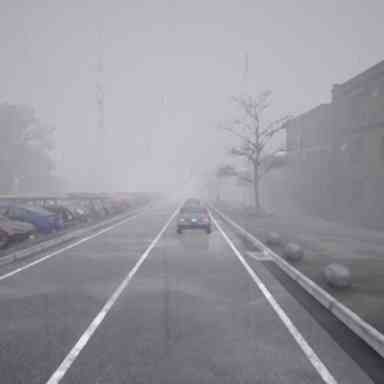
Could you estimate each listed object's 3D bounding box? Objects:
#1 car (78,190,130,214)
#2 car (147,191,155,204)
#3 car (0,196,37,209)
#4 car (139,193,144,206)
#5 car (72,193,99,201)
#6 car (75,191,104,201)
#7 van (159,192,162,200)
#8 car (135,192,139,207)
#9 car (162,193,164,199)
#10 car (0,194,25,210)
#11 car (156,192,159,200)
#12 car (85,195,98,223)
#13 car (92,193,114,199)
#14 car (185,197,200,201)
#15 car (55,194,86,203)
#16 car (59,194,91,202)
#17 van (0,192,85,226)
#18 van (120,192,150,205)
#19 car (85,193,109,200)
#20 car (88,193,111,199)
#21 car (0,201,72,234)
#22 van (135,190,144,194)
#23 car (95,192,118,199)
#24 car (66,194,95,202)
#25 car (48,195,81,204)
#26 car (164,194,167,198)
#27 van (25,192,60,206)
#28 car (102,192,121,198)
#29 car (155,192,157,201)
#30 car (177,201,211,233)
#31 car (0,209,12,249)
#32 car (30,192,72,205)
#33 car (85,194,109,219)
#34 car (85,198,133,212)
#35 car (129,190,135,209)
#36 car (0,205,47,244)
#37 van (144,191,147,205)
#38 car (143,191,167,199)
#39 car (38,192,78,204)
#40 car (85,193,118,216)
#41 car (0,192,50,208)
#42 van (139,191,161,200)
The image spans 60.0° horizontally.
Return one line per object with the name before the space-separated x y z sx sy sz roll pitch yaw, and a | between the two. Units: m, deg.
car | -8.889 1.076 30.292 5.566 2.045 2.435 0 0 0
car | -8.916 0.986 49.916 5.566 2.045 2.435 0 0 0
car | -21.983 1.309 41.008 4.792 1.488 2.163 0 0 0
car | -8.926 1.277 41.506 4.892 1.521 2.231 0 0 0
car | -22.044 1.079 68.771 4.892 1.521 2.231 0 1 0
car | -22.025 0.793 71.542 5.566 2.045 2.435 0 1 0
van | -8.851 0.876 66.738 4.442 1.987 1.878 0 1 0
car | -8.960 1.163 38.703 4.553 1.767 2.185 0 0 0
car | -8.966 1.068 69.548 5.008 1.535 2.097 0 1 0
car | -22.039 1.166 38.230 4.553 1.767 2.185 0 0 0
car | -8.989 1.191 61.137 4.792 1.488 2.163 0 1 0
car | -8.937 1.240 21.883 4.553 1.767 2.185 0 0 0
car | -22.099 0.935 82.648 4.792 1.488 2.163 0 1 0
car | 0.099 1.356 41.179 1.994 1.385 4.181 0 0 0
car | -22.009 1.199 60.445 4.792 1.488 2.163 0 0 0
car | -22.227 1.137 63.216 5.366 1.575 1.946 0 1 0
van | -8.785 1.153 19.079 4.442 1.987 1.878 0 0 0
van | -9.065 0.998 52.716 4.442 1.987 1.878 0 0 0
car | -22.067 0.975 77.097 5.008 1.535 2.097 0 1 0
car | -22.072 0.941 79.873 4.892 1.521 2.231 0 1 0
car | -8.892 1.391 16.277 5.008 1.535 2.097 0 0 0
van | -9.053 1.037 44.308 4.442 1.987 1.878 0 0 0
car | -21.888 0.868 85.423 5.366 1.575 1.946 0 1 0
car | -22.041 1.110 65.994 5.008 1.535 2.097 0 1 0
car | -22.064 1.220 57.662 4.792 1.488 2.163 0 0 0
car | -8.798 0.960 77.957 5.366 1.575 1.946 0 1 0
van | -22.140 1.015 49.332 4.442 1.987 1.878 0 0 0
car | -22.052 0.832 90.974 4.792 1.488 2.163 0 1 0
car | -8.953 1.225 58.329 4.674 1.452 2.002 0 0 0
car | 0.099 1.451 19.059 2.033 1.411 5.357 0 0 0
car | -8.861 1.447 10.671 4.792 1.488 2.163 0 0 0
car | -22.056 0.977 52.109 5.566 2.045 2.435 0 0 0
car | -8.878 1.227 24.686 4.553 1.767 2.185 0 0 0
car | -8.922 1.341 35.900 4.674 1.452 2.002 0 0 0
car | -8.892 1.063 33.095 5.566 2.045 2.435 0 0 0
car | -8.864 1.434 13.474 4.792 1.488 2.163 0 0 0
van | -9.057 1.024 47.112 4.442 1.987 1.878 0 0 0
car | -8.959 0.677 80.757 5.566 2.045 2.435 0 1 0
car | -22.003 0.959 54.885 5.566 2.045 2.435 0 0 0
car | -8.882 1.214 27.490 4.553 1.767 2.185 0 0 0
car | -22.044 1.015 43.782 5.566 2.045 2.435 0 0 0
van | -9.093 0.807 72.348 4.442 1.987 1.878 0 1 0
